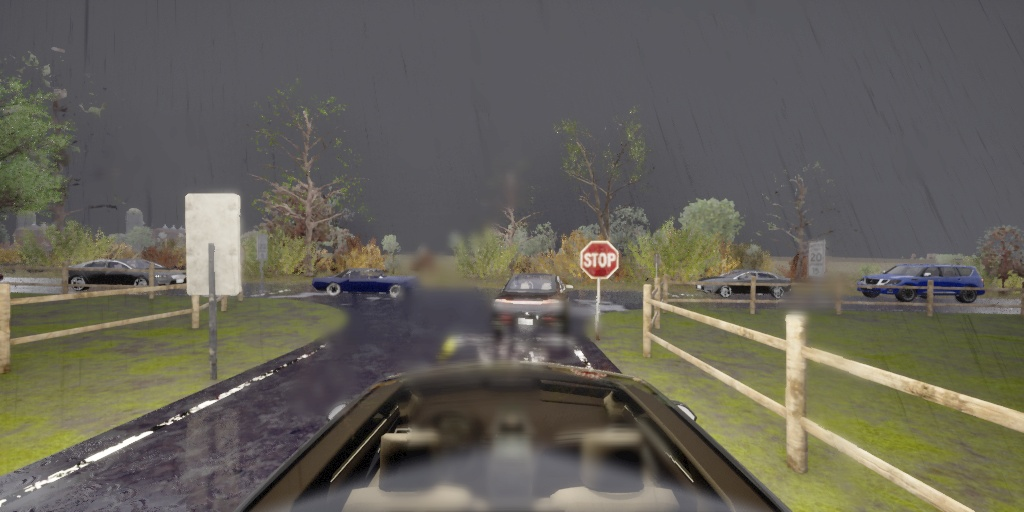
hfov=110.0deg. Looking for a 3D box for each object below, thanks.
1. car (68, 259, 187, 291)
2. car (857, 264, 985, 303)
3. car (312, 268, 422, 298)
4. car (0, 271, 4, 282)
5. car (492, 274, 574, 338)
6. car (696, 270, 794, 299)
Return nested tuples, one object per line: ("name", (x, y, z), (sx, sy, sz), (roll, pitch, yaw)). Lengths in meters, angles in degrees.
("car", (-18.481, 0.886, 17.317), (4.902, 1.511, 2.128), (1, 1, 0))
("car", (22.910, 1.467, 20.192), (5.566, 2.045, 2.150), (1, 1, 0))
("car", (-6.813, 1.249, 17.293), (4.718, 1.301, 1.895), (1, 1, 0))
("car", (-27.785, 0.718, 17.330), (4.674, 1.442, 1.812), (1, 1, 0))
("car", (0.711, 1.240, 10.257), (2.128, 1.511, 4.902), (0, 0, 9))
("car", (13.014, 1.526, 20.209), (4.902, 1.511, 2.128), (1, 1, 0))
